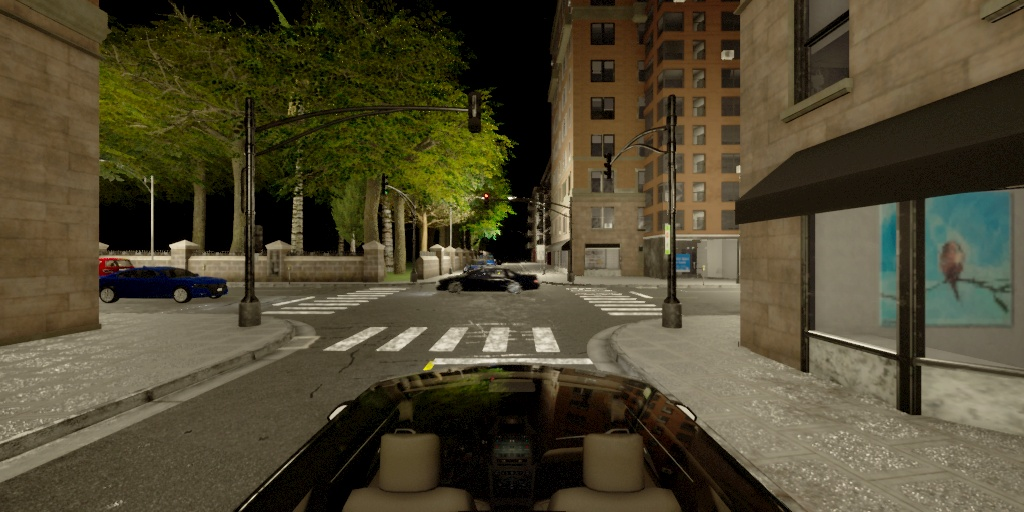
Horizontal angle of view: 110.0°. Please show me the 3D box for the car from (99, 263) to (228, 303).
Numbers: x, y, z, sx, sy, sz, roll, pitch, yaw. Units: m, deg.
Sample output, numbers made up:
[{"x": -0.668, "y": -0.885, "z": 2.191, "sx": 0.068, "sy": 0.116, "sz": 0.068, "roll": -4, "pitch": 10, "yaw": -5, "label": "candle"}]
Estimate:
[{"x": -15.470, "y": 1.215, "z": 15.909, "sx": 5.008, "sy": 1.535, "sz": 1.882, "roll": 0, "pitch": 0, "yaw": 0, "label": "car"}]

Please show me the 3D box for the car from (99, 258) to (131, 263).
[{"x": -25.920, "y": 1.038, "z": 21.827, "sx": 5.009, "sy": 1.841, "sz": 2.192, "roll": 0, "pitch": 0, "yaw": 1, "label": "car"}]

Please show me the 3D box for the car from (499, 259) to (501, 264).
[{"x": -3.015, "y": 1.180, "z": 52.137, "sx": 1.882, "sy": 1.535, "sz": 5.008, "roll": 0, "pitch": 0, "yaw": 0, "label": "car"}]

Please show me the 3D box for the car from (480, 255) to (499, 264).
[{"x": -3.042, "y": 0.942, "z": 41.973, "sx": 2.150, "sy": 2.045, "sz": 5.566, "roll": 0, "pitch": 0, "yaw": 0, "label": "car"}]

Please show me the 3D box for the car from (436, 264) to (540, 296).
[{"x": -1.202, "y": 1.298, "z": 18.919, "sx": 5.357, "sy": 1.411, "sz": 2.033, "roll": 0, "pitch": 0, "yaw": 1, "label": "car"}]

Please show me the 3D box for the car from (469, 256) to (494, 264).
[{"x": -3.086, "y": 1.089, "z": 32.210, "sx": 2.097, "sy": 1.767, "sz": 4.553, "roll": 0, "pitch": 0, "yaw": 1, "label": "car"}]
